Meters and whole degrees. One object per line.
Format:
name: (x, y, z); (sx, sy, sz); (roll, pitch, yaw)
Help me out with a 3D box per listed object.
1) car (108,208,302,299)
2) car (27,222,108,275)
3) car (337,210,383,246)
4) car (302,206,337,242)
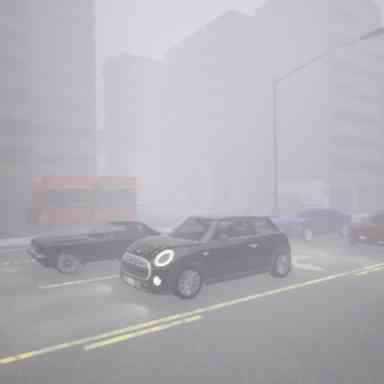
car: (0.486, 1.362, 8.588); (4.553, 1.767, 2.097); (0, 0, -36)
car: (-2.626, 1.612, 10.678); (4.718, 1.301, 1.895); (0, 0, -35)
car: (8.727, 1.517, 14.460); (5.008, 1.535, 1.882); (0, 0, -35)
car: (6.153, 1.518, 16.921); (5.008, 1.535, 1.882); (0, 0, -35)
